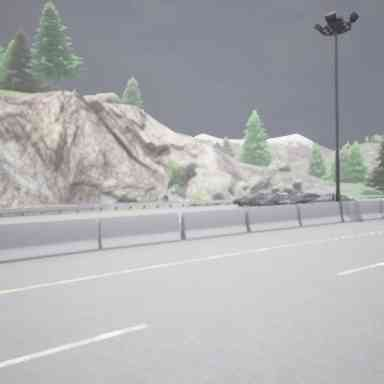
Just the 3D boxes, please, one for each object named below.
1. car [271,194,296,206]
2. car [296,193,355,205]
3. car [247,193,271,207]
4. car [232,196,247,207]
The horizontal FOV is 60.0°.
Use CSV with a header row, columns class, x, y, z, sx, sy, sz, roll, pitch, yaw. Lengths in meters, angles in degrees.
class,x,y,z,sx,sy,sz,roll,pitch,yaw
car,9.832,0.842,29.499,4.892,1.490,1.837,-1,1,-25
car,10.789,0.898,26.099,4.674,1.442,1.812,-2,1,-25
car,7.903,0.892,32.447,4.181,1.385,1.994,-2,1,-25
car,7.033,0.836,35.954,5.357,1.411,2.033,-2,1,-25
